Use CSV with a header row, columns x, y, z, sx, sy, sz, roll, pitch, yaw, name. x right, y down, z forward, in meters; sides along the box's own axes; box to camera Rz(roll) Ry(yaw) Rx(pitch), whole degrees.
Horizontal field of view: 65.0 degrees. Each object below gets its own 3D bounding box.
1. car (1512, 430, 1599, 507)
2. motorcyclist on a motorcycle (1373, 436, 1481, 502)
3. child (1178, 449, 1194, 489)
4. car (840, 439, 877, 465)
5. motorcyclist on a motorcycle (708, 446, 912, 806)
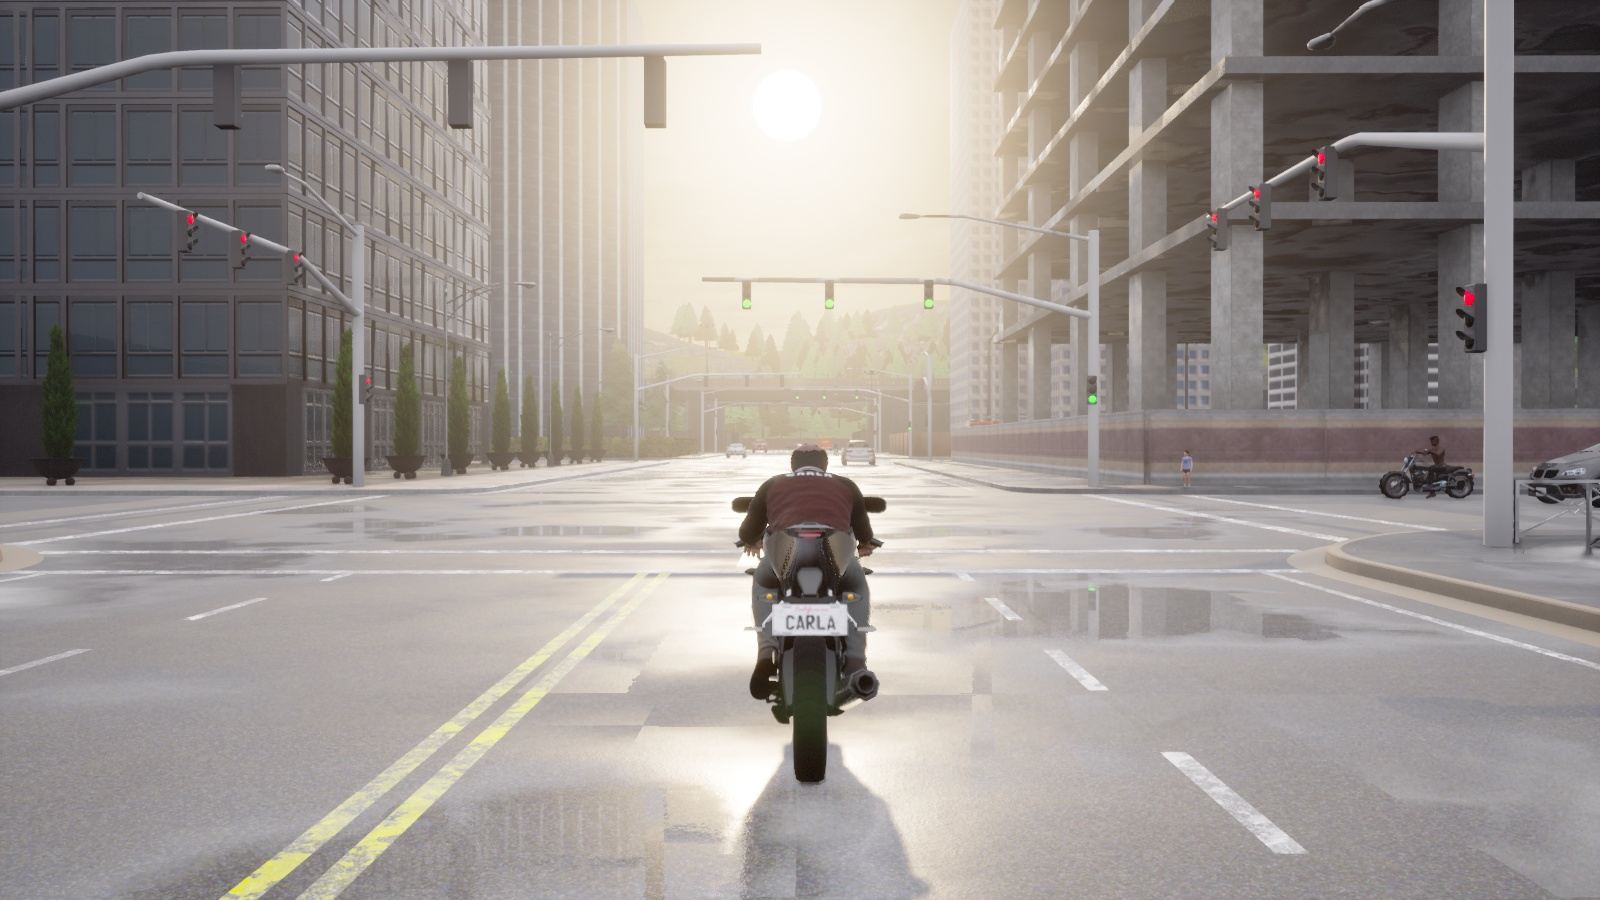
x,y,z,sx,sy,sz,roll,pitch,yaw,name
19.038,0.390,28.397,4.611,1.667,2.242,0,0,0,car
15.918,0.474,31.900,2.350,1.649,0.766,0,0,0,motorcyclist on a motorcycle
10.750,0.534,34.940,0.394,1.110,0.255,0,0,-43,child
3.933,0.114,85.034,2.242,1.667,4.611,0,0,0,car
0.047,0.745,6.431,0.866,1.530,2.191,0,0,0,motorcyclist on a motorcycle
